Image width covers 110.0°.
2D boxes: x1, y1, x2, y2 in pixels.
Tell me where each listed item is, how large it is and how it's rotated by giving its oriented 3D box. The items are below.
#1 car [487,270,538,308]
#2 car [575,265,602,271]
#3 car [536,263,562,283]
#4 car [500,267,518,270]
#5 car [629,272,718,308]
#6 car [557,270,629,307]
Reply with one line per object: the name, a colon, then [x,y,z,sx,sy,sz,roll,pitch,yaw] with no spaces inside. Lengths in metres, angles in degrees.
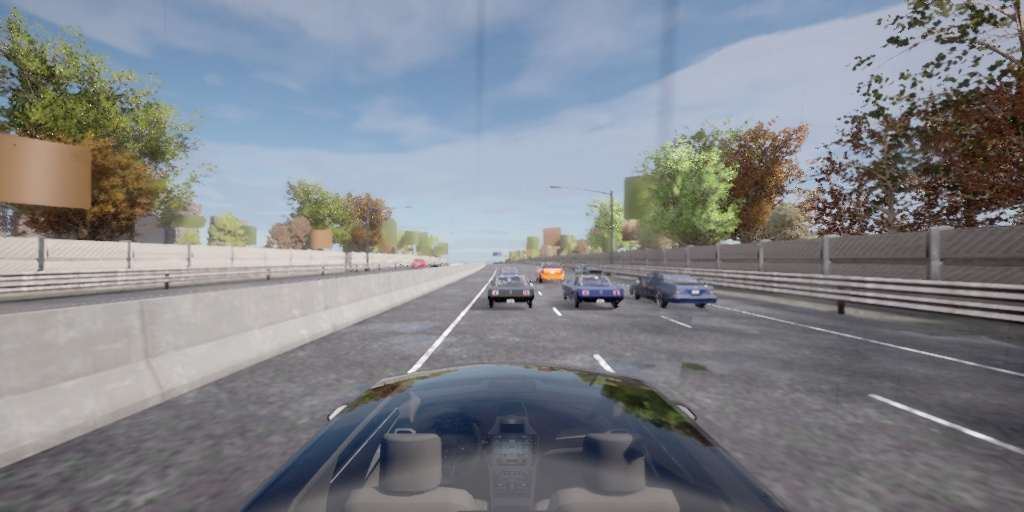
car: [-0.059,1.489,16.162,1.895,1.301,4.718,0,-1,0]
car: [6.751,1.544,31.498,1.837,1.490,4.892,0,0,-1]
car: [3.253,1.383,31.233,2.097,1.767,4.553,0,-1,-1]
car: [-0.247,1.633,31.206,1.895,1.301,4.718,0,-1,-1]
car: [6.941,1.435,16.101,2.033,1.411,5.357,0,-1,0]
car: [3.441,1.489,16.190,1.895,1.301,4.718,0,-1,0]
